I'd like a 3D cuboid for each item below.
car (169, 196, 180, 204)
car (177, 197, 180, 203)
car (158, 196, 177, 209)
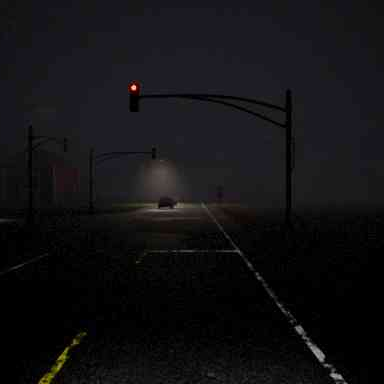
[{"bbox_3d":[-3.429,1.536,65.017,1.895,1.301,4.718,0,0,1],"label":"car"},{"bbox_3d":[-3.484,1.478,55.089,1.812,1.442,4.674,0,0,1],"label":"car"},{"bbox_3d":[-3.511,1.444,45.226,1.882,1.535,5.008,0,0,0],"label":"car"}]
